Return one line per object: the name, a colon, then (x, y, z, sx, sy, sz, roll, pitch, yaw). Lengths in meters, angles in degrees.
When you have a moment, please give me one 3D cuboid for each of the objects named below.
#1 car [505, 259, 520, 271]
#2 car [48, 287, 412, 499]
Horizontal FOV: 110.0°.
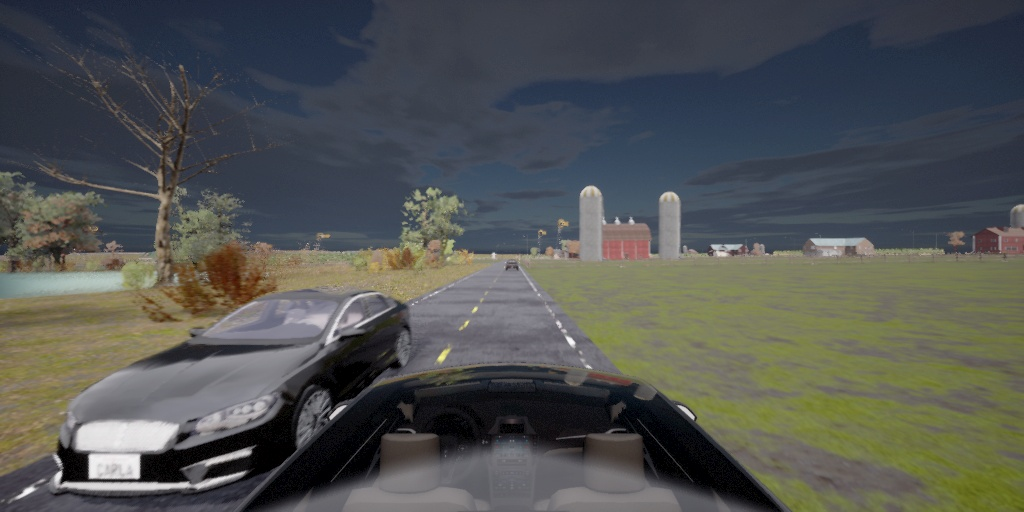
car: (0.019, 1.271, 49.877, 1.837, 1.490, 4.892, 0, 0, 0)
car: (-2.828, 1.241, 5.011, 2.128, 1.511, 4.902, 0, 0, 0)
